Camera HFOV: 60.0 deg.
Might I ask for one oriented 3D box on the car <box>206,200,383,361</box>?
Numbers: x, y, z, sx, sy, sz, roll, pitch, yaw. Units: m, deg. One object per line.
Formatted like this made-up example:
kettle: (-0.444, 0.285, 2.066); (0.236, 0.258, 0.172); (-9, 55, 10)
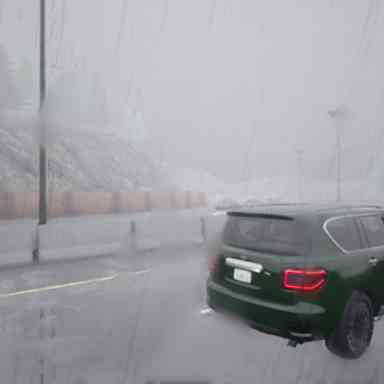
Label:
car: (2.760, 1.239, 6.255); (5.566, 2.045, 2.150); (0, 0, -39)

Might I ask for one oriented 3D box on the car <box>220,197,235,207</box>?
car: (6.037, 1.693, 56.269); (1.837, 1.490, 4.892); (0, 0, 14)

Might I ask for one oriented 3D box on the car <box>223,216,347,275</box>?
car: (3.370, 1.636, 11.470); (4.718, 1.301, 1.895); (0, 0, -43)

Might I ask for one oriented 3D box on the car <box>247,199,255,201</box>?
car: (7.374, 1.619, 39.950); (2.128, 1.511, 4.902); (0, 0, 26)

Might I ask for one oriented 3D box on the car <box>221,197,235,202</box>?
car: (4.595, 1.688, 42.024); (2.033, 1.411, 5.357); (0, 0, 26)

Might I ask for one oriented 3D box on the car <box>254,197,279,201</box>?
car: (8.519, 1.584, 34.778); (1.882, 1.535, 5.008); (0, 0, 30)

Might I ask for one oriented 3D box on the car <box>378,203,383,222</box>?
car: (16.614, 1.663, 27.516); (1.895, 1.301, 4.718); (0, 0, 32)
